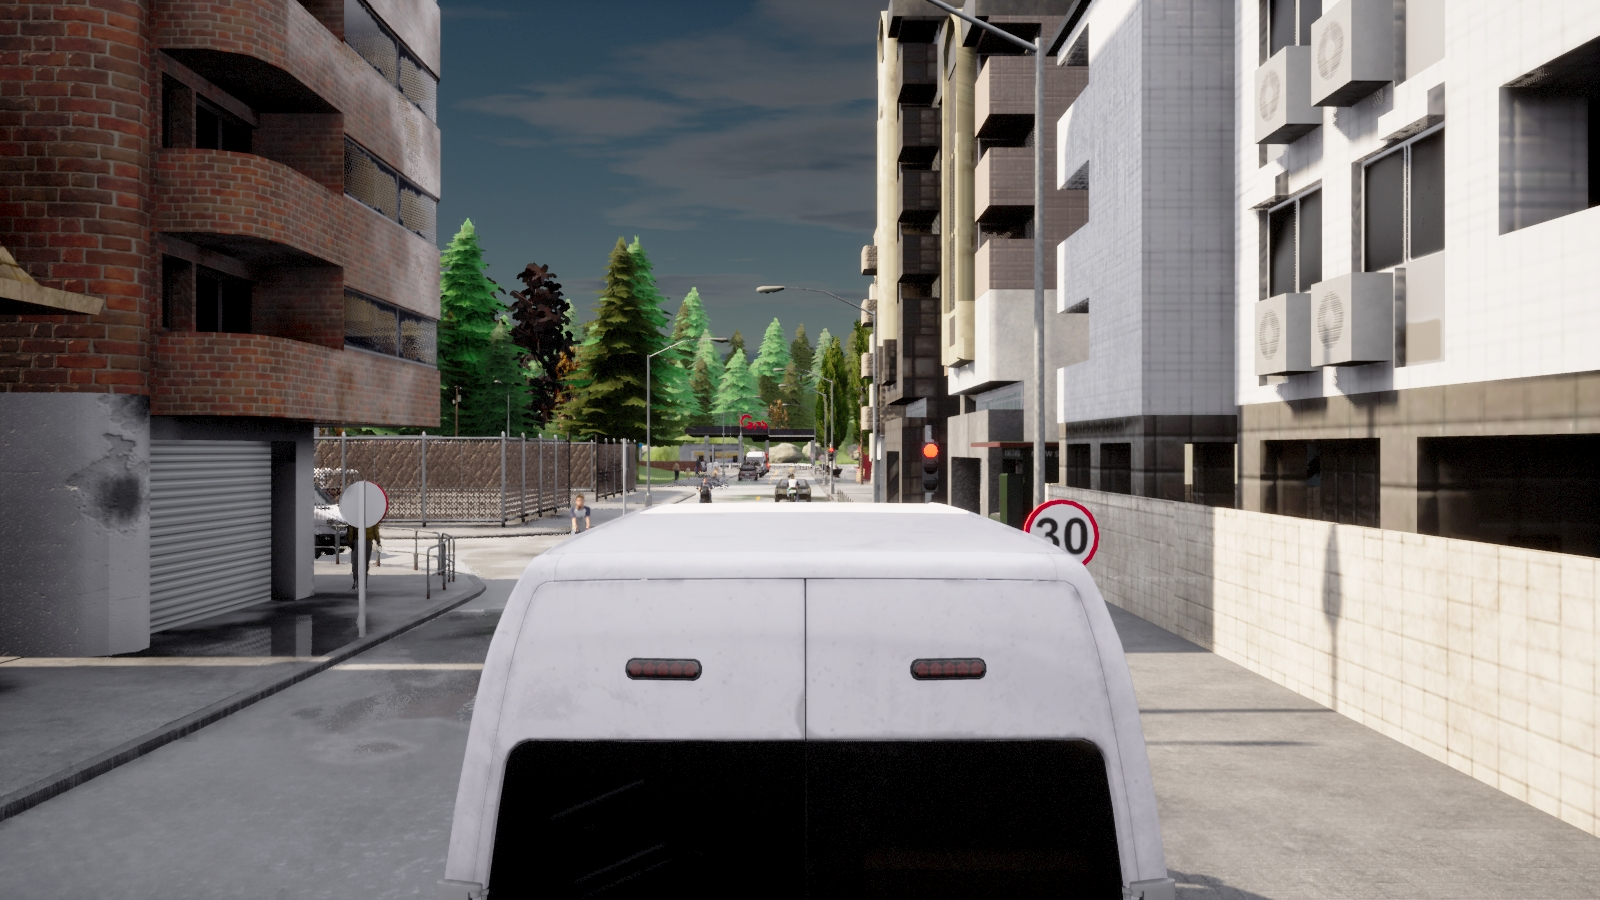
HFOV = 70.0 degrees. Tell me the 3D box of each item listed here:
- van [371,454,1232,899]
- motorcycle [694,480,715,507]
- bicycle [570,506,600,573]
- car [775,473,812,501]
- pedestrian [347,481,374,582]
[{"bbox_3d":[-0.009,1.312,5.597,1.988,2.561,5.915,0,0,0],"label":"van"},{"bbox_3d":[-4.334,1.973,52.180,0.803,1.145,2.033,0,0,0],"label":"motorcycle"},{"bbox_3d":[-4.699,1.926,24.953,0.373,1.296,1.643,-3,1,-18],"label":"bicycle"},{"bbox_3d":[-0.339,1.912,60.159,1.895,1.301,4.718,0,0,0],"label":"car"},{"bbox_3d":[-8.200,1.507,21.331,0.375,1.860,0.375,0,0,-6],"label":"pedestrian"}]
